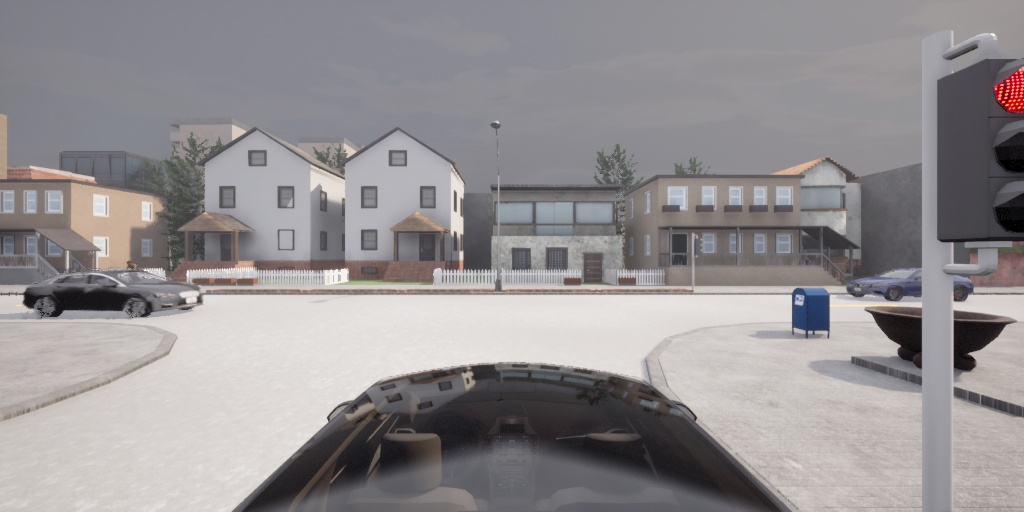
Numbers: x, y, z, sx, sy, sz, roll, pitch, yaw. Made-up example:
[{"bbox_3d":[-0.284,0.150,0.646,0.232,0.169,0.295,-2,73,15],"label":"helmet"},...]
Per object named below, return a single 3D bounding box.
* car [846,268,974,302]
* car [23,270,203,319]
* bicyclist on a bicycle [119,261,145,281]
[{"bbox_3d":[18.185,1.276,16.451,4.674,1.442,1.812,0,0,0],"label":"car"},{"bbox_3d":[-13.412,1.241,12.253,4.902,1.511,2.128,0,0,0],"label":"car"},{"bbox_3d":[-21.875,1.099,20.647,0.582,1.620,1.656,0,0,0],"label":"bicyclist on a bicycle"}]
